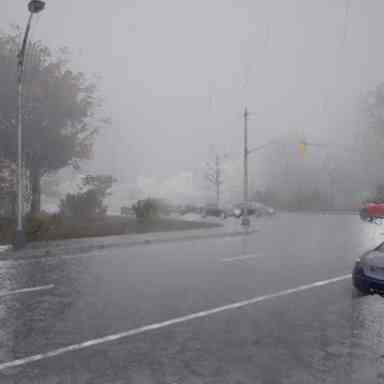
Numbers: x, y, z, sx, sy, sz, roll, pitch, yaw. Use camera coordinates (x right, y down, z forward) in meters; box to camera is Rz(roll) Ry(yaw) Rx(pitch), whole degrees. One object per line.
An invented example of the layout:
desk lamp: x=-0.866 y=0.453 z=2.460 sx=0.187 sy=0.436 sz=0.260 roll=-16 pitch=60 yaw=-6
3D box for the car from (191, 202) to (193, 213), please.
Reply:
car: x=0.635 y=1.953 z=39.331 sx=2.128 sy=1.511 sz=4.902 roll=0 pitch=-2 yaw=-33

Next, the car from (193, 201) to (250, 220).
car: x=2.523 y=1.642 z=29.889 sx=2.128 sy=1.511 sz=4.902 roll=0 pitch=-1 yaw=-33

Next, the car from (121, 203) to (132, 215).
car: x=-8.339 y=2.373 z=46.866 sx=2.097 sy=1.767 sz=4.553 roll=0 pitch=-3 yaw=-32

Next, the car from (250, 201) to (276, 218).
car: x=5.692 y=1.630 z=31.415 sx=2.128 sy=1.511 sz=4.902 roll=0 pitch=-1 yaw=-34

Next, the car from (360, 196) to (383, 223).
car: x=14.003 y=1.209 z=22.741 sx=2.150 sy=2.045 sz=5.566 roll=1 pitch=0 yaw=-8

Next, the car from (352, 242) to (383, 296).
car: x=5.492 y=1.559 z=7.494 sx=4.181 sy=1.385 sz=1.994 roll=0 pitch=0 yaw=-35

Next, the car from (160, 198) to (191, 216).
car: x=-2.835 y=1.728 z=38.255 sx=2.150 sy=2.045 sz=5.566 roll=0 pitch=-3 yaw=-33
